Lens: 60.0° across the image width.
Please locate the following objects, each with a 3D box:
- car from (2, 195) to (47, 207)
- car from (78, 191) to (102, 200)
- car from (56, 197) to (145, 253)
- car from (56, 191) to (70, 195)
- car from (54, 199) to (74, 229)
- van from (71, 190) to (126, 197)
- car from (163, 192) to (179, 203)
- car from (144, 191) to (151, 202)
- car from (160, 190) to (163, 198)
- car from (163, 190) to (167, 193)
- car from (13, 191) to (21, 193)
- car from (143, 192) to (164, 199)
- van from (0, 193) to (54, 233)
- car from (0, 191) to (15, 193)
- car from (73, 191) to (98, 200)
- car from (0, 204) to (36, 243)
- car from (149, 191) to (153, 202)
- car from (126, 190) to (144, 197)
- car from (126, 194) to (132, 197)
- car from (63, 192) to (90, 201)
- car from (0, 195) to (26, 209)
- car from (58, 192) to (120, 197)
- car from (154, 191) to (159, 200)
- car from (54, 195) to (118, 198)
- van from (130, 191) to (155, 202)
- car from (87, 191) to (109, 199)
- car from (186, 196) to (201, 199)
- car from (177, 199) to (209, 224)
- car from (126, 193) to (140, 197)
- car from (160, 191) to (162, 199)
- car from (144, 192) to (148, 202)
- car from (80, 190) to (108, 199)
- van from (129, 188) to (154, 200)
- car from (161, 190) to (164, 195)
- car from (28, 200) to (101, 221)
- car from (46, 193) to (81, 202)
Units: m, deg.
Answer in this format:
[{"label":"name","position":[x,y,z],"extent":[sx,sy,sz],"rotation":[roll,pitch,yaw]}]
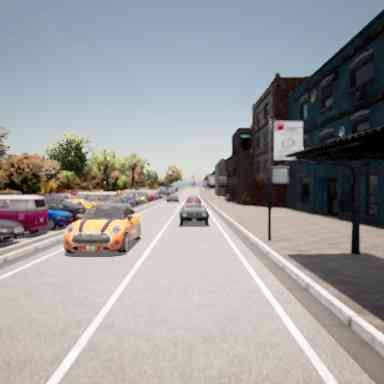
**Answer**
[{"label":"car","position":[-22.368,1.133,44.441],"extent":[4.892,1.521,2.231],"rotation":[0,1,0]},{"label":"car","position":[-22.169,0.713,72.162],"extent":[4.553,1.767,2.185],"rotation":[0,1,0]},{"label":"car","position":[-3.331,1.252,13.165],"extent":[2.097,1.767,4.553],"rotation":[0,0,0]},{"label":"car","position":[-22.264,1.075,52.795],"extent":[4.792,1.488,2.163],"rotation":[0,1,0]},{"label":"car","position":[-9.489,1.368,19.303],"extent":[5.008,1.535,2.097],"rotation":[0,0,0]},{"label":"van","position":[-9.255,1.018,33.153],"extent":[4.442,1.987,1.878],"rotation":[0,1,0]},{"label":"car","position":[-3.140,1.067,54.728],"extent":[1.994,1.385,4.181],"rotation":[0,1,1]},{"label":"car","position":[-9.422,1.074,49.919],"extent":[5.366,1.575,1.946],"rotation":[0,1,0]},{"label":"car","position":[-9.082,0.910,69.399],"extent":[4.674,1.452,2.002],"rotation":[0,1,0]},{"label":"car","position":[-8.849,0.808,74.963],"extent":[5.366,1.575,1.946],"rotation":[0,1,0]},{"label":"car","position":[-22.356,0.908,41.655],"extent":[5.566,2.045,2.435],"rotation":[0,1,0]},{"label":"car","position":[-9.028,0.823,77.607],"extent":[4.674,1.452,2.002],"rotation":[-1,1,1]},{"label":"van","position":[-9.623,1.167,16.519],"extent":[4.442,1.987,1.878],"rotation":[0,0,0]},{"label":"car","position":[-22.397,1.089,36.084],"extent":[4.553,1.767,2.185],"rotation":[0,1,0]},{"label":"car","position":[-22.191,0.743,69.378],"extent":[4.553,1.767,2.185],"rotation":[0,1,0]},{"label":"car","position":[-9.535,1.417,13.736],"extent":[4.892,1.521,2.231],"rotation":[0,0,0]},{"label":"car","position":[-9.208,1.049,52.701],"extent":[4.892,1.521,2.231],"rotation":[0,1,0]},{"label":"car","position":[-9.250,1.010,44.349],"extent":[4.553,1.767,2.185],"rotation":[0,1,0]},{"label":"car","position":[-9.320,1.247,36.002],"extent":[4.792,1.488,2.163],"rotation":[0,1,0]},{"label":"car","position":[-22.172,0.801,63.932],"extent":[4.553,1.767,2.185],"rotation":[0,1,0]},{"label":"car","position":[-22.411,1.187,38.871],"extent":[5.008,1.535,2.097],"rotation":[0,1,0]},{"label":"car","position":[-9.363,1.143,30.434],"extent":[4.553,1.767,2.185],"rotation":[0,1,0]},{"label":"car","position":[-9.141,0.738,58.264],"extent":[5.566,2.045,2.435],"rotation":[0,1,0]},{"label":"car","position":[-9.231,1.292,27.651],"extent":[5.366,1.575,1.946],"rotation":[0,1,0]},{"label":"van","position":[-9.031,0.735,60.922],"extent":[4.442,1.987,1.878],"rotation":[0,1,0]},{"label":"car","position":[-22.060,0.652,77.857],"extent":[4.553,1.767,2.185],"rotation":[0,1,0]},{"label":"car","position":[0.220,1.194,42.870],"extent":[1.994,1.385,4.181],"rotation":[0,1,0]},{"label":"car","position":[0.143,1.421,22.766],"extent":[1.895,1.301,4.718],"rotation":[0,1,0]},{"label":"car","position":[-9.307,1.202,41.569],"extent":[4.674,1.452,2.002],"rotation":[0,1,0]},{"label":"car","position":[-9.073,0.930,66.616],"extent":[4.792,1.488,2.163],"rotation":[0,1,0]},{"label":"car","position":[-9.265,1.107,47.135],"extent":[4.892,1.521,2.231],"rotation":[0,1,0]},{"label":"car","position":[-22.143,0.557,75.071],"extent":[5.566,2.045,2.435],"rotation":[0,1,0]},{"label":"van","position":[-9.075,0.793,55.481],"extent":[4.442,1.987,1.878],"rotation":[0,1,0]},{"label":"car","position":[-9.086,0.870,72.182],"extent":[4.792,1.488,2.163],"rotation":[0,1,0]},{"label":"car","position":[-9.441,1.360,24.870],"extent":[4.674,1.452,2.002],"rotation":[0,1,0]},{"label":"car","position":[-22.435,0.985,58.242],"extent":[5.366,1.575,1.946],"rotation":[0,1,0]}]
